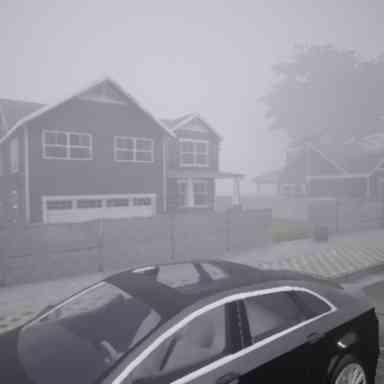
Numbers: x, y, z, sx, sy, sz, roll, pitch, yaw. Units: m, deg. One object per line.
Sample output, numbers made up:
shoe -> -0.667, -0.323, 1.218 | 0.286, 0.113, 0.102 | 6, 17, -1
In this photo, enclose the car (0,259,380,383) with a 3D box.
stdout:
car -> -0.247, 1.474, 2.891 | 4.902, 1.511, 2.128 | -1, 1, -36
